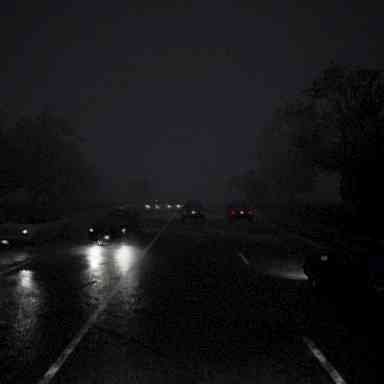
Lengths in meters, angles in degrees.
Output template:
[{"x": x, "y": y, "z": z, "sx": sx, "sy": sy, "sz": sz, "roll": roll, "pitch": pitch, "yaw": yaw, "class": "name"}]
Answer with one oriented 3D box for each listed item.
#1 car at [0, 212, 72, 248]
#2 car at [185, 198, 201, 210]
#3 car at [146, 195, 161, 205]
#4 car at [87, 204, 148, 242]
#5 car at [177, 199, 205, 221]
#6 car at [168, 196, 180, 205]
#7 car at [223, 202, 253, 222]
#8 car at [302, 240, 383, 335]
[{"x": -7.102, "y": 1.592, "z": 14.859, "sx": 1.895, "sy": 1.301, "sz": 4.718, "roll": 0, "pitch": 0, "yaw": 0, "class": "car"}, {"x": 0.150, "y": 1.539, "z": 43.004, "sx": 1.994, "sy": 1.385, "sz": 4.181, "roll": 0, "pitch": 0, "yaw": 1, "class": "car"}, {"x": -6.621, "y": 1.316, "z": 57.796, "sx": 2.097, "sy": 1.767, "sz": 4.553, "roll": 0, "pitch": 0, "yaw": 3, "class": "car"}, {"x": -3.602, "y": 1.537, "z": 16.728, "sx": 2.033, "sy": 1.411, "sz": 5.357, "roll": 0, "pitch": 0, "yaw": 0, "class": "car"}, {"x": 0.099, "y": 1.532, "z": 26.598, "sx": 2.033, "sy": 1.411, "sz": 5.357, "roll": 0, "pitch": 0, "yaw": 0, "class": "car"}, {"x": -3.090, "y": 1.442, "z": 58.355, "sx": 1.882, "sy": 1.535, "sz": 5.008, "roll": 0, "pitch": 0, "yaw": 3, "class": "car"}, {"x": 3.596, "y": 1.532, "z": 26.536, "sx": 2.033, "sy": 1.411, "sz": 5.357, "roll": 0, "pitch": 0, "yaw": 0, "class": "car"}, {"x": 3.598, "y": 1.544, "z": 5.666, "sx": 2.033, "sy": 1.411, "sz": 5.357, "roll": 0, "pitch": 0, "yaw": 0, "class": "car"}]
